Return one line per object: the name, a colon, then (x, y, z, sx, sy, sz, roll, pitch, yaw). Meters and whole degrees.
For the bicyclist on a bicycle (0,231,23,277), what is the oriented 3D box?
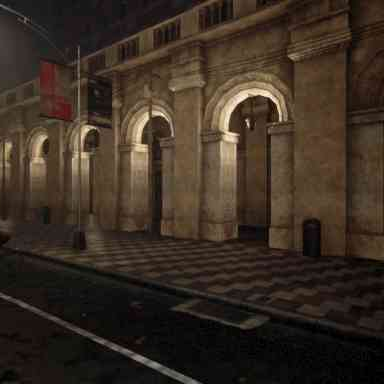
bicyclist on a bicycle: (-5.074, 1.441, 8.314, 0.582, 1.620, 1.656, 0, 2, 39)
